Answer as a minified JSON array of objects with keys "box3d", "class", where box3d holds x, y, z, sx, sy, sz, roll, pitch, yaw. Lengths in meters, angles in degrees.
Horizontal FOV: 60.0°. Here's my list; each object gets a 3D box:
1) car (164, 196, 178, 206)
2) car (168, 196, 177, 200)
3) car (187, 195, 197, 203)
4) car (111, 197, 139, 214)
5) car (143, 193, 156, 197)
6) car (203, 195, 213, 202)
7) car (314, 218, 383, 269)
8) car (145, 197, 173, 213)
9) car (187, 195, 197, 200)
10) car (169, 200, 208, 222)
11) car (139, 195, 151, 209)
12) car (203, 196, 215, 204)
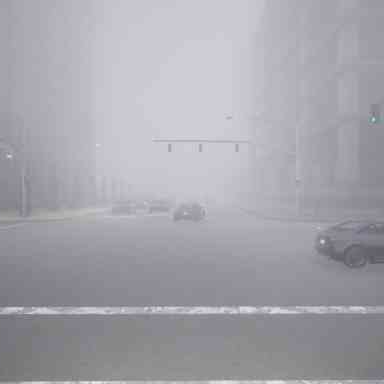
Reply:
[{"box3d":[-3.580,1.492,57.071,2.128,1.511,4.902,0,0,0],"class":"car"},{"box3d":[-3.596,1.478,46.708,1.882,1.535,5.008,0,0,0],"class":"car"},{"box3d":[0.004,1.509,73.676,2.128,1.511,4.902,0,0,0],"class":"car"},{"box3d":[-7.098,1.505,34.893,1.837,1.490,4.892,0,0,0],"class":"car"},{"box3d":[-7.085,1.221,54.661,2.150,2.045,5.566,0,0,0],"class":"car"},{"box3d":[3.504,1.508,73.676,1.812,1.442,4.674,0,0,0],"class":"car"},{"box3d":[6.101,1.531,10.508,4.181,1.385,1.994,0,0,-1],"class":"car"},{"box3d":[-3.598,1.547,37.062,2.033,1.411,5.357,0,0,0],"class":"car"},{"box3d":[0.004,1.492,64.289,2.128,1.511,4.902,0,0,0],"class":"car"},{"box3d":[-0.183,1.553,26.295,1.994,1.385,4.181,0,-1,9],"class":"car"},{"box3d":[-7.095,1.505,44.297,1.837,1.490,4.892,0,0,0],"class":"car"},{"box3d":[3.504,1.492,64.601,2.128,1.511,4.902,0,0,0],"class":"car"}]
